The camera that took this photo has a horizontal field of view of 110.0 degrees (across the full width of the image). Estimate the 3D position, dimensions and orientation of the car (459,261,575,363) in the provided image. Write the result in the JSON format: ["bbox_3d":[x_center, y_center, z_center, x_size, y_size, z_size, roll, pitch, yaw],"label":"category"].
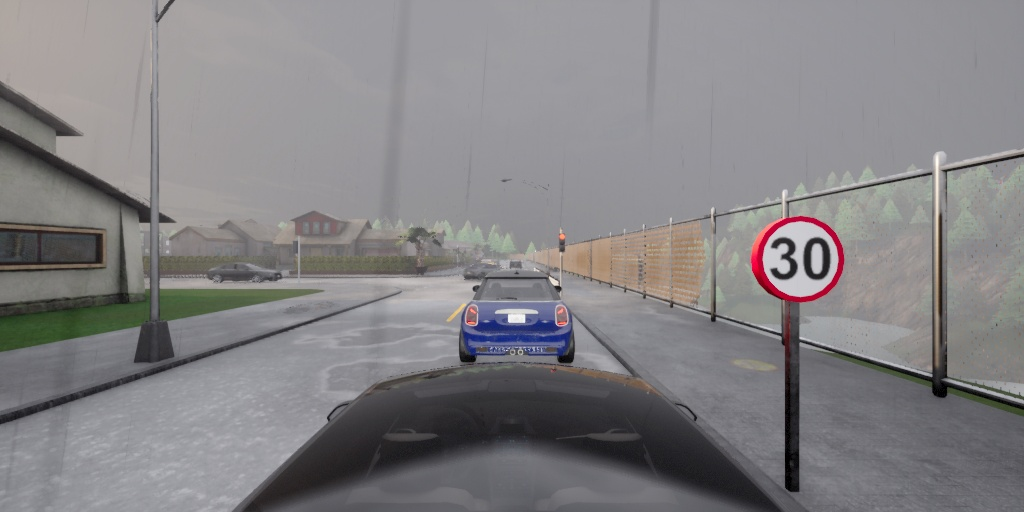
[{"bbox_3d":[0.115,1.102,8.332,2.097,1.767,4.553,0,0,1],"label":"car"}]

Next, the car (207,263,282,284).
[{"bbox_3d":[-19.765,1.255,26.638,4.892,1.490,1.837,0,0,1],"label":"car"}]

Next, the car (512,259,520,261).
[{"bbox_3d":[0.614,1.227,59.847,1.882,1.535,5.008,0,0,0],"label":"car"}]
